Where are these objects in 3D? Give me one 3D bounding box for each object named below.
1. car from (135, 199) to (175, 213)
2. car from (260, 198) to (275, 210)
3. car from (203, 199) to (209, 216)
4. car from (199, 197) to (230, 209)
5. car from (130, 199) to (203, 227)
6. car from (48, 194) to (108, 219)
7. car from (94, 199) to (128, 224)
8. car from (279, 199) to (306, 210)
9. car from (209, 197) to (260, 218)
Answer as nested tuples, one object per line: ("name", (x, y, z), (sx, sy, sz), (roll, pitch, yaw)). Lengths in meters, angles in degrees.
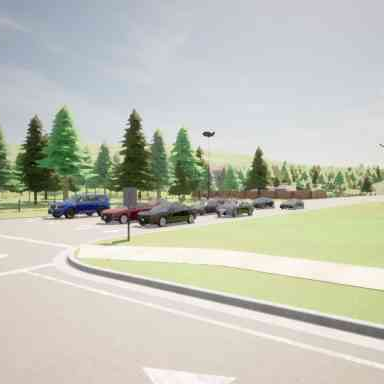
("car", (-4.040, 1.526, 37.346), (1.812, 1.442, 4.674), (0, 0, 36))
("car", (9.188, 1.478, 43.551), (1.882, 1.535, 5.008), (0, 0, 36))
("car", (1.313, 1.547, 32.827), (2.033, 1.411, 5.357), (0, 0, 37))
("car", (3.279, 1.492, 47.333), (2.128, 1.511, 4.902), (0, 0, 36))
("car", (-1.627, 1.478, 22.900), (1.882, 1.535, 5.008), (0, 0, 36))
("car", (-9.816, 1.221, 29.488), (2.150, 2.045, 5.566), (0, 0, 37))
("car", (-4.498, 1.478, 24.904), (1.882, 1.535, 5.008), (0, 0, 36))
("car", (13.019, 1.547, 42.857), (2.033, 1.411, 5.357), (0, 0, 36))
("car", (3.989, 1.492, 30.558), (2.128, 1.511, 4.902), (0, 0, 36))
